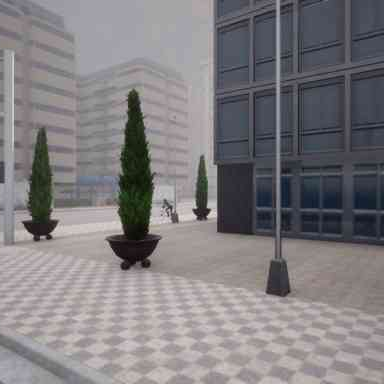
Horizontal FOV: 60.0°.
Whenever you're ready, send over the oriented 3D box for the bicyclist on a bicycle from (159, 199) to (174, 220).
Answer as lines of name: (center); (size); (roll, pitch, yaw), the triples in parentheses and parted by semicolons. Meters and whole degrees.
bicyclist on a bicycle: (-1.975, 1.356, 25.864); (1.656, 1.620, 0.582); (0, 0, 35)
